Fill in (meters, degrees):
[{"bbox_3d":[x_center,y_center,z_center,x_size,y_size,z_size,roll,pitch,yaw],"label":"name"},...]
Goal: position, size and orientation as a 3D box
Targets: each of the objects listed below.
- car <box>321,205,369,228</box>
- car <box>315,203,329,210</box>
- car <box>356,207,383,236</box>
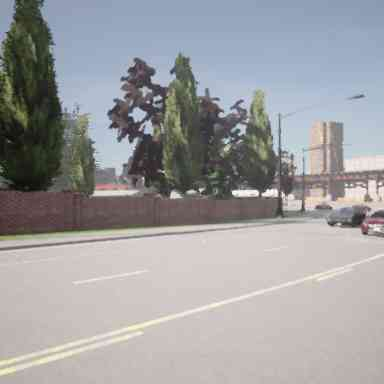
[{"bbox_3d":[12.035,1.927,25.482,2.033,1.411,5.357,0,-1,39],"label":"car"},{"bbox_3d":[25.239,2.864,63.810,1.994,1.385,4.181,0,-1,-5],"label":"car"},{"bbox_3d":[11.501,1.797,19.599,1.812,1.442,4.674,0,-1,42],"label":"car"}]
